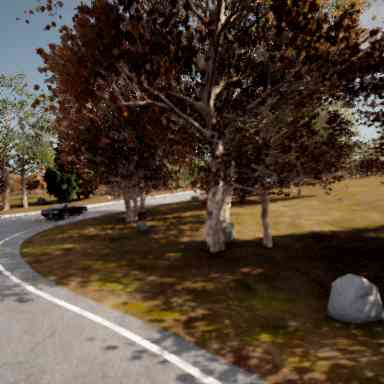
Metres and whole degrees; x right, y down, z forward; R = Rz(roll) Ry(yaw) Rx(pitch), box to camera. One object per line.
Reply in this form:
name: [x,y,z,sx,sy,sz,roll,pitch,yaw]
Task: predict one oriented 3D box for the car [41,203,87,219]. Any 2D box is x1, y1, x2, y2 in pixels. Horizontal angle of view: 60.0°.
car: [-11.737,1.701,30.977,1.895,1.301,4.718,-1,1,13]
